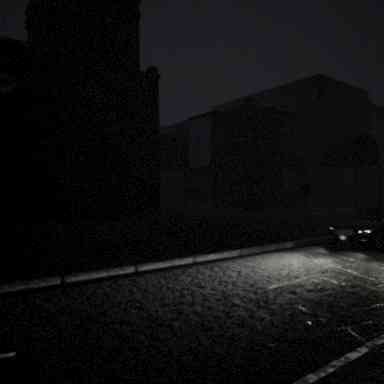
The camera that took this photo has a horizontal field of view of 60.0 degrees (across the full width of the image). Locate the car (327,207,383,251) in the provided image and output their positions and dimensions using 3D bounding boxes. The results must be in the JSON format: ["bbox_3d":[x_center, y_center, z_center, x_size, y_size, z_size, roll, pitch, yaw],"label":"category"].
[{"bbox_3d":[7.568,1.416,13.831,4.902,1.511,2.128,0,0,-37],"label":"car"}]
